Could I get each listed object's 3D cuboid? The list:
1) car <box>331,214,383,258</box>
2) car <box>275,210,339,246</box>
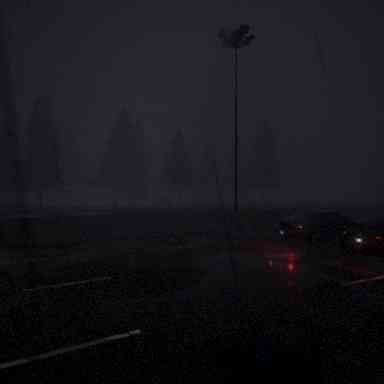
[{"bbox_3d":[7.360,1.570,11.828,4.181,1.385,1.994,0,0,-24],"label":"car"},{"bbox_3d":[5.931,1.531,15.023,4.674,1.442,1.812,0,0,-24],"label":"car"}]
